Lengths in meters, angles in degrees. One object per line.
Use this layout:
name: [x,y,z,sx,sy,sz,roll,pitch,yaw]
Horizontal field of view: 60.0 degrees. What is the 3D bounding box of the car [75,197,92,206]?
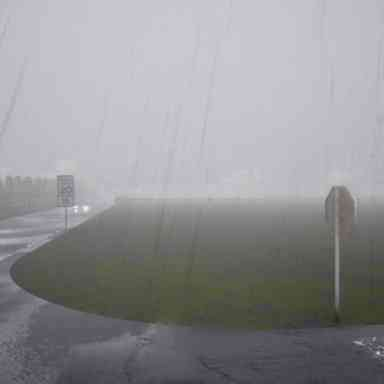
car: [-16.407,1.337,50.373,1.895,1.301,4.718,0,0,-9]
